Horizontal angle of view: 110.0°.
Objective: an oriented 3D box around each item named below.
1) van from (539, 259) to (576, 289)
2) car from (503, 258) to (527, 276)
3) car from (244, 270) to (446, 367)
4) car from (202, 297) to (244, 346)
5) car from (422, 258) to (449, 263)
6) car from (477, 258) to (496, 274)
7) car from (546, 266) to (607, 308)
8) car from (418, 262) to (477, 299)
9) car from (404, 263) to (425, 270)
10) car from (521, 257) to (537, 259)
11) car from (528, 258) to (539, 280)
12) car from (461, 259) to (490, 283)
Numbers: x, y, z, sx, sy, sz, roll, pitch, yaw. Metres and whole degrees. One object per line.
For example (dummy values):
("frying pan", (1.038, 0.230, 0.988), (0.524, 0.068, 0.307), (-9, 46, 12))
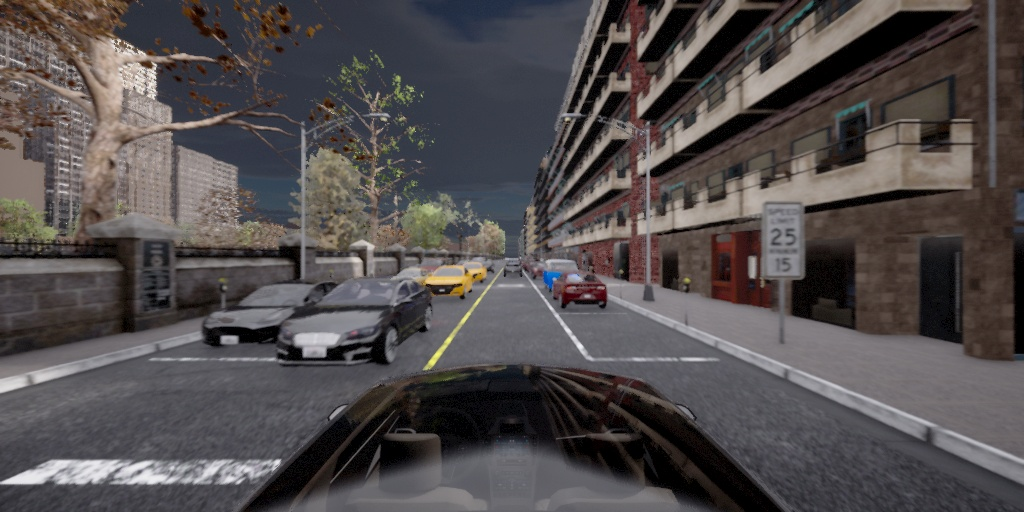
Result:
("van", (2.693, 1.099, 20.658), (1.690, 1.789, 3.998), (0, 0, 0))
("car", (0.102, 1.265, 36.788), (2.128, 1.511, 4.902), (0, 0, 0))
("car", (-3.091, 1.243, 8.077), (2.128, 1.511, 4.902), (0, 0, 0))
("car", (-5.688, 1.318, 9.399), (1.948, 1.339, 4.313), (0, 0, 0))
("car", (-5.687, 1.077, 26.289), (2.192, 1.841, 5.009), (0, 0, 0))
("car", (-3.011, 1.288, 42.343), (1.837, 1.490, 4.892), (0, -1, 0))
("car", (2.692, 1.300, 15.028), (1.888, 1.381, 4.507), (0, 0, 0))
("car", (-3.082, 1.234, 18.250), (1.882, 1.535, 5.008), (0, 0, 0))
("car", (-5.687, 1.283, 20.490), (1.751, 1.417, 4.829), (0, 0, 0))
("car", (2.696, 1.104, 48.808), (2.192, 1.841, 5.009), (0, 0, 0))
("car", (2.694, 1.208, 31.918), (1.967, 1.591, 4.097), (0, 0, 0))
("car", (-3.063, 1.242, 28.445), (1.882, 1.535, 5.008), (0, 0, 0))
